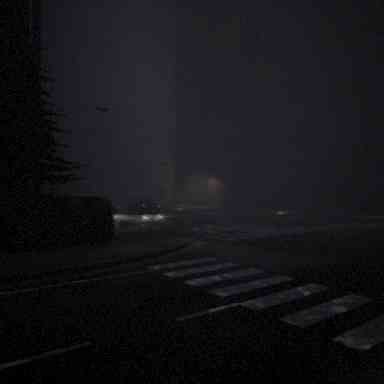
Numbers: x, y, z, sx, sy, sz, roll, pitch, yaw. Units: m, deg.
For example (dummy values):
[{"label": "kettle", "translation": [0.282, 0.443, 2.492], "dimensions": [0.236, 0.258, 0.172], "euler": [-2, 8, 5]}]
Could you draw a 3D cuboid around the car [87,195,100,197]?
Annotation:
[{"label": "car", "translation": [-14.221, 1.166, 48.141], "dimensions": [1.837, 1.490, 4.892], "euler": [0, 0, -36]}]

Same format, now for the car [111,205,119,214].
[{"label": "car", "translation": [-9.450, 1.653, 35.283], "dimensions": [1.895, 1.301, 4.718], "euler": [0, 0, -35]}]

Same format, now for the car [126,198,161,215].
[{"label": "car", "translation": [-5.185, 1.403, 35.331], "dimensions": [2.097, 1.767, 4.553], "euler": [0, 0, -35]}]
